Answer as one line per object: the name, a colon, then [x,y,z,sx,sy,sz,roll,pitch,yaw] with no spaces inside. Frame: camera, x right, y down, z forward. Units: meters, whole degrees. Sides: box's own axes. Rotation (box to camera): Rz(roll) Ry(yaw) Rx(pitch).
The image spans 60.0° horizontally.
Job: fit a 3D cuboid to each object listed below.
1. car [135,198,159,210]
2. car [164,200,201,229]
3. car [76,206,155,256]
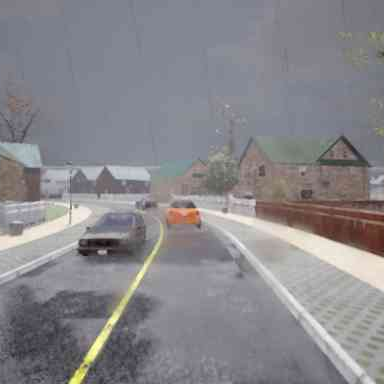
car: [-5.643,1.432,41.082,2.033,1.411,5.357,0,0,-22]
car: [-0.712,1.298,21.614,2.097,1.767,4.553,0,0,-7]
car: [-2.855,1.515,13.176,2.033,1.411,5.357,0,0,-1]
